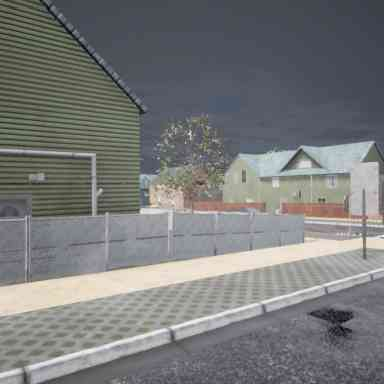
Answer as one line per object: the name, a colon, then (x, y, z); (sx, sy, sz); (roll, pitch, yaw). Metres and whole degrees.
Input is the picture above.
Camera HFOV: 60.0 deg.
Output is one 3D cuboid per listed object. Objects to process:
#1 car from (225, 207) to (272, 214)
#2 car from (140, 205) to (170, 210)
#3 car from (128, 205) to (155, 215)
car: (4.487, 1.907, 26.324); (1.882, 1.535, 5.008); (-1, -1, -36)
car: (-4.009, 2.253, 38.232); (1.882, 1.535, 5.008); (-1, -1, -36)
car: (-7.338, 2.565, 47.951); (1.895, 1.301, 4.718); (-1, -1, -36)
